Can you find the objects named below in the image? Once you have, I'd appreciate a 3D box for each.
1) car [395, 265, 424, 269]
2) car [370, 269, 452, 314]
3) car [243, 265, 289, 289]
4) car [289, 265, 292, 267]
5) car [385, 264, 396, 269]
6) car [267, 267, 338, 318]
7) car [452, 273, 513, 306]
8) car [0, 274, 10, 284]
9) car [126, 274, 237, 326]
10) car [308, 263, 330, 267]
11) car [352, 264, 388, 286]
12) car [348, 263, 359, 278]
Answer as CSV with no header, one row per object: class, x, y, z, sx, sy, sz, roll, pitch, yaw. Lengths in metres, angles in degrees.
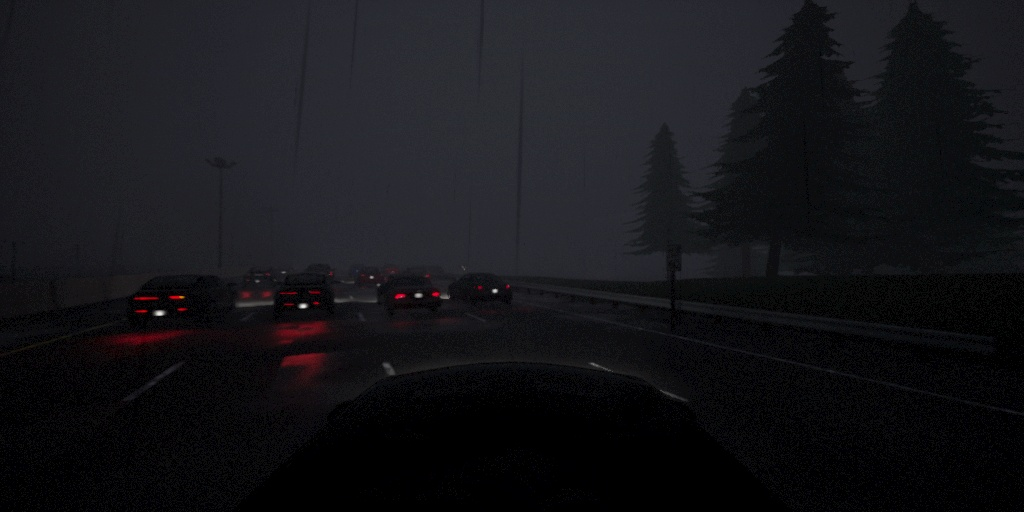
car,-8.235,1.634,30.158,1.895,1.301,4.718,0,-1,-26
car,-4.312,1.426,14.556,2.033,1.411,5.357,0,-1,-26
car,-17.729,1.467,25.675,2.128,1.511,4.902,0,-1,-26
car,-23.873,1.655,37.852,1.994,1.385,4.181,0,-1,-26
car,-14.418,1.676,42.425,1.812,1.442,4.674,0,0,-27
car,-7.863,1.374,13.853,1.837,1.490,4.892,0,0,-26
car,-1.609,1.468,16.995,1.994,1.385,4.181,0,-1,-26
car,-36.310,1.528,23.600,1.895,1.301,4.718,0,-1,-26
car,-10.981,1.354,12.263,1.837,1.490,4.892,0,0,-26
car,-14.565,1.345,27.176,2.097,1.767,4.553,0,-1,-26
car,-11.399,1.578,28.665,1.994,1.385,4.181,0,-1,-26
car,-17.606,1.609,40.975,1.882,1.535,5.008,0,0,-27
